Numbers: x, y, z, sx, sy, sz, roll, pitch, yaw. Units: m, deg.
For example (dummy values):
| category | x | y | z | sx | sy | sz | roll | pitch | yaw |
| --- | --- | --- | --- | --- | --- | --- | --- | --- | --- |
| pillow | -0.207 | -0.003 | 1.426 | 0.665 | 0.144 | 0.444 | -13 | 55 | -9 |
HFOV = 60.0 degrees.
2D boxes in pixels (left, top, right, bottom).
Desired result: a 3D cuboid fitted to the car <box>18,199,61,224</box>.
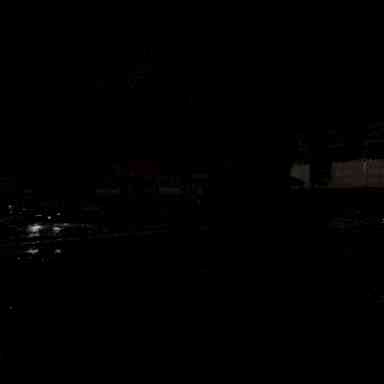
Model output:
| category | x | y | z | sx | sy | sz | roll | pitch | yaw |
| --- | --- | --- | --- | --- | --- | --- | --- | --- | --- |
| car | -11.289 | 1.520 | 24.831 | 1.837 | 1.490 | 4.892 | -1 | 0 | -37 |

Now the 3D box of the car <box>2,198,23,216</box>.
| category | x | y | z | sx | sy | sz | roll | pitch | yaw |
| --- | --- | --- | --- | --- | --- | --- | --- | --- | --- |
| car | -17.287 | 1.383 | 32.801 | 2.097 | 1.767 | 4.553 | -1 | 0 | -37 |
